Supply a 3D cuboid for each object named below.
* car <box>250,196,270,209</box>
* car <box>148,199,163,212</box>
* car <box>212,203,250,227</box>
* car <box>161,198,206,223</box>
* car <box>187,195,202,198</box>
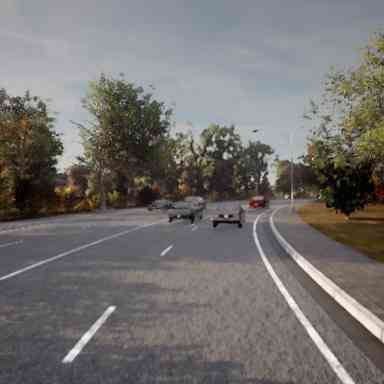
[{"bbox_3d":[8.446,1.273,41.338,1.882,1.535,5.008,-1,0,21],"label":"car"},{"bbox_3d":[-3.637,1.570,39.491,1.994,1.385,4.181,-1,0,20],"label":"car"},{"bbox_3d":[2.521,1.457,21.952,2.033,1.411,5.357,-1,0,12],"label":"car"},{"bbox_3d":[-0.379,1.426,24.826,2.128,1.511,4.902,-1,0,12],"label":"car"},{"bbox_3d":[0.074,1.299,39.493,2.097,1.767,4.553,-1,0,20],"label":"car"}]
